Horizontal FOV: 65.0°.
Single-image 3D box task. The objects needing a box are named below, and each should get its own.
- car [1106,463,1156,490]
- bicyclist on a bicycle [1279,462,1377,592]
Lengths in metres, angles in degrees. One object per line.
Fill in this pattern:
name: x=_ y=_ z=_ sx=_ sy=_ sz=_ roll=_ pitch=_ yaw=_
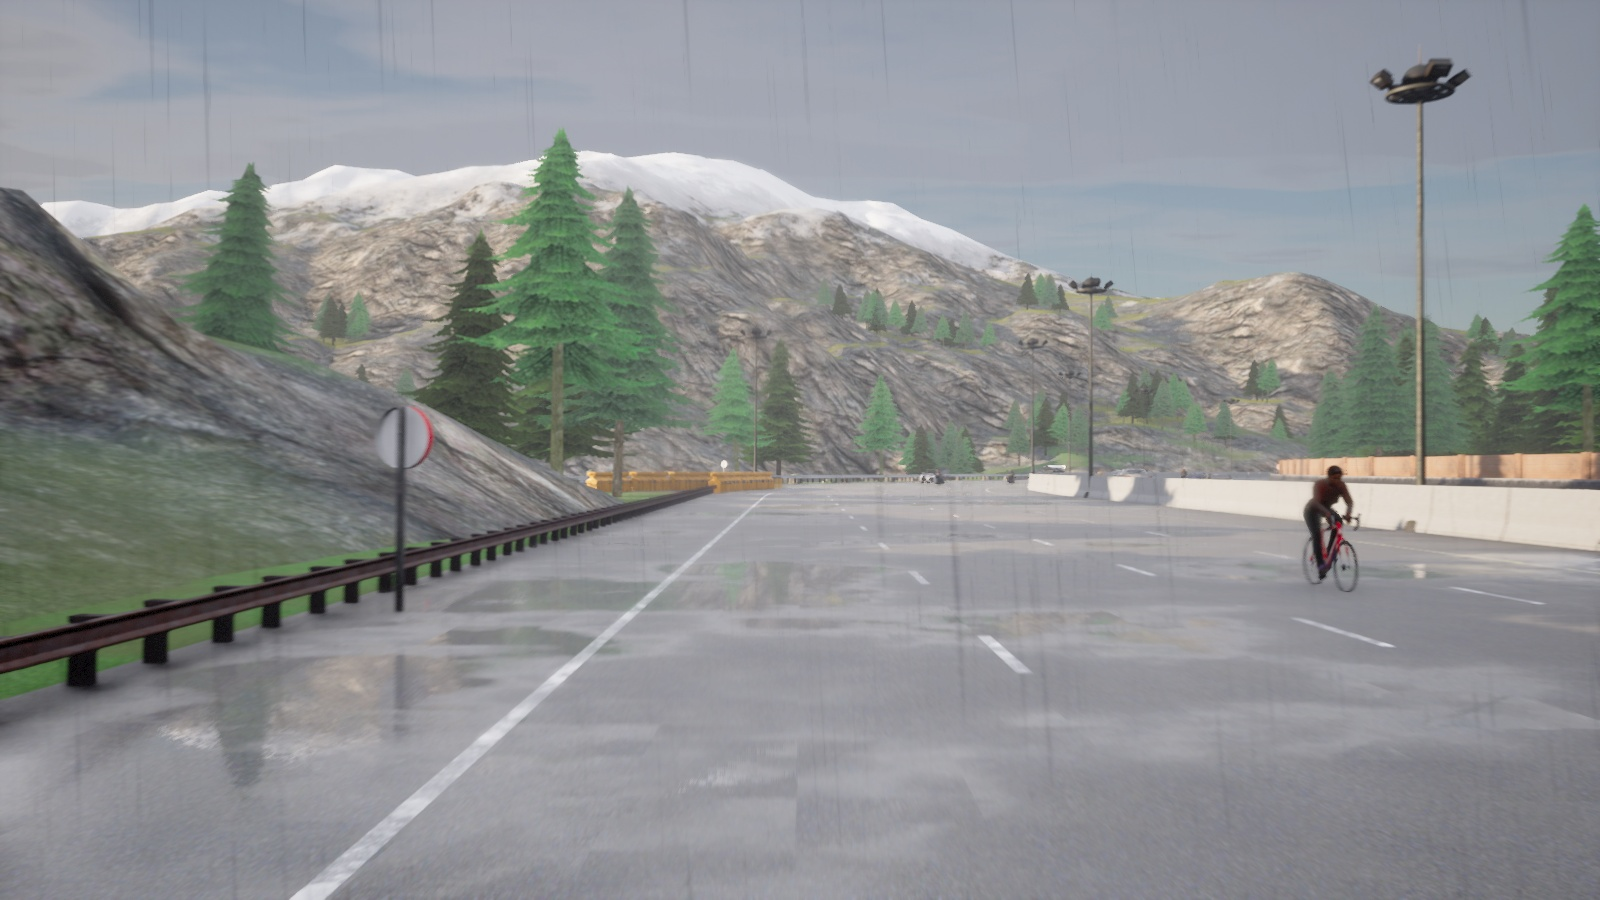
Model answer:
car: x=21.263 y=1.677 z=80.878 sx=2.152 sy=1.651 sz=5.027 roll=0 pitch=-1 yaw=4
bicyclist on a bicycle: x=6.960 y=0.978 z=16.628 sx=0.582 sy=1.620 sz=1.656 roll=0 pitch=0 yaw=0
